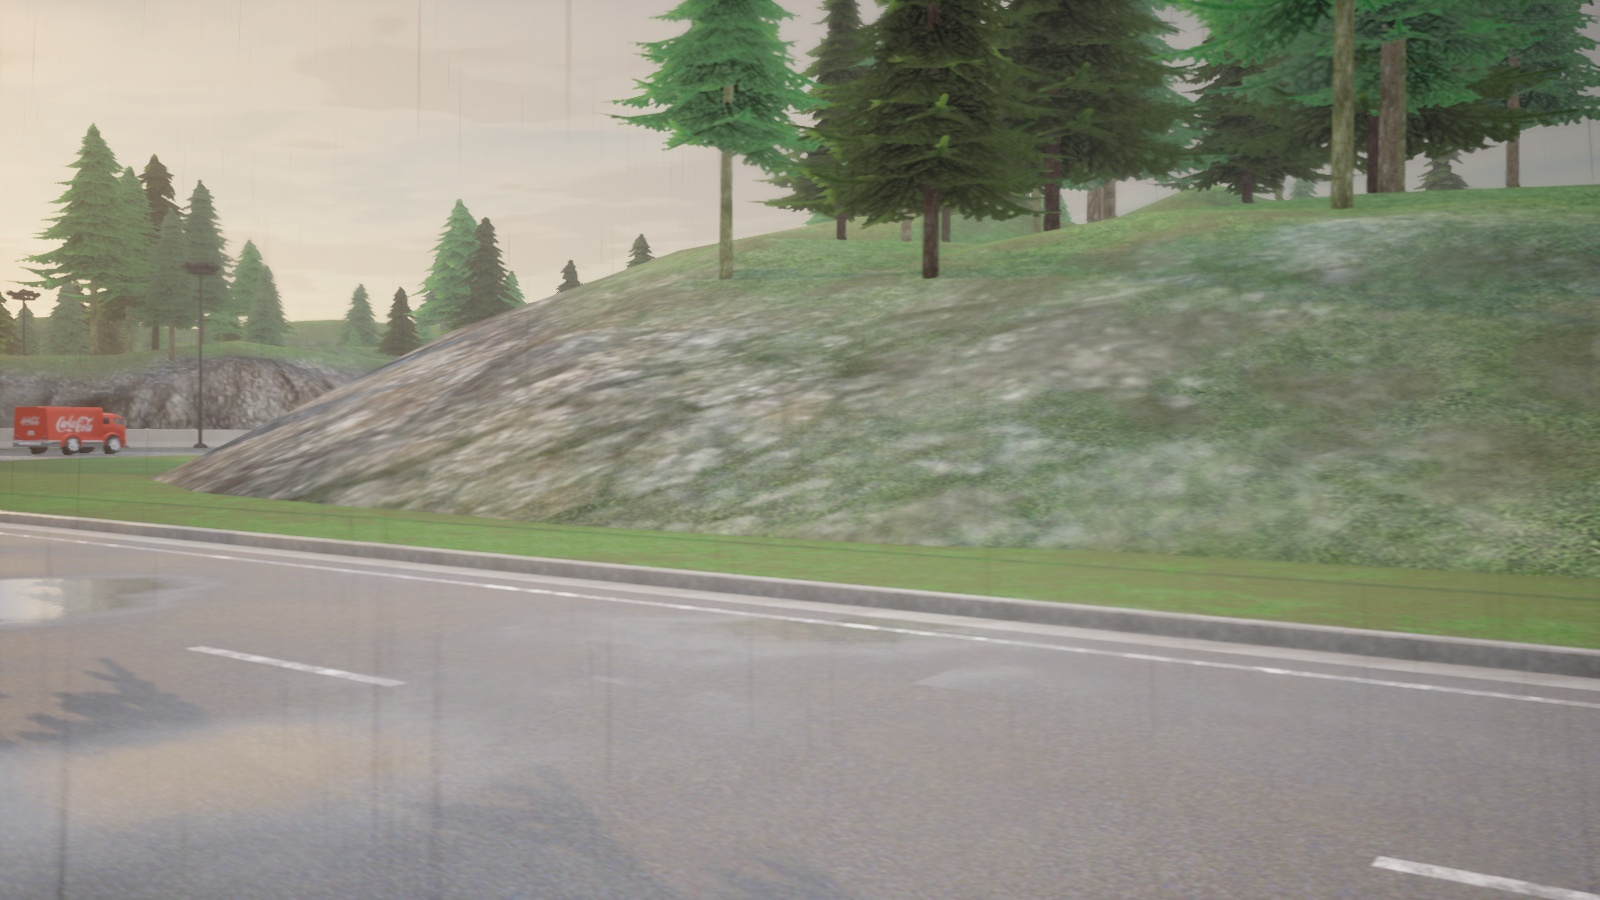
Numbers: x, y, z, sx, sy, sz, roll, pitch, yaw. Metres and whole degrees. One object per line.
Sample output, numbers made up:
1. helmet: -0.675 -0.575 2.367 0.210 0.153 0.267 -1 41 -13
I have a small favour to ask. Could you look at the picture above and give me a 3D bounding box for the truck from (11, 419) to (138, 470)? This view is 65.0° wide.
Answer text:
1. truck: -37.633 -0.306 65.315 2.627 2.467 5.204 -1 1 19
